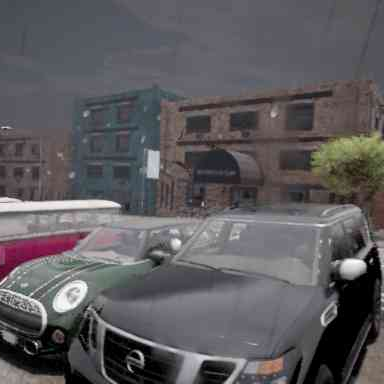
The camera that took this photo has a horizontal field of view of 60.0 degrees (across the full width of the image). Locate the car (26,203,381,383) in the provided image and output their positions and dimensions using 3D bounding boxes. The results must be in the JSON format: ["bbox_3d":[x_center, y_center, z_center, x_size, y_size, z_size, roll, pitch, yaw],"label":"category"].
[{"bbox_3d":[1.138,1.218,4.553,2.435,2.045,5.566,0,0,36],"label":"car"}]

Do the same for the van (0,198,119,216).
[{"bbox_3d":[-3.341,1.211,7.927,1.878,1.987,4.442,0,0,35],"label":"van"}]

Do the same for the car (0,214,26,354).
[{"bbox_3d":[-1.108,1.326,6.230,2.185,1.767,4.553,0,0,35],"label":"car"}]
